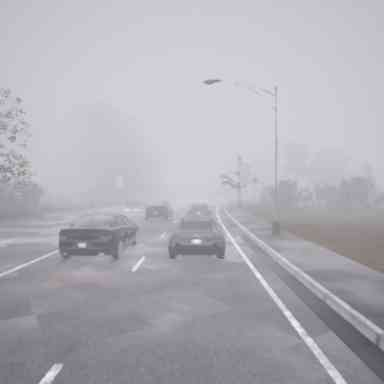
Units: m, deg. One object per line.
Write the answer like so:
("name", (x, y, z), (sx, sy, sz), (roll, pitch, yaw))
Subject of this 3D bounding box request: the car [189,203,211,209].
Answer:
("car", (0.652, 1.616, 27.833), (1.994, 1.385, 4.181), (0, 0, 3))

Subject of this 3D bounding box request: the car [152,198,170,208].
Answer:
("car", (-4.809, 1.661, 52.533), (1.994, 1.385, 4.181), (0, 0, 6))

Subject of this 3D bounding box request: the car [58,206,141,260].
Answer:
("car", (-3.306, 1.501, 12.680), (1.882, 1.535, 5.008), (0, 0, 2))

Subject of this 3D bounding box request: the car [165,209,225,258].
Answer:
("car", (0.200, 1.588, 12.882), (1.994, 1.385, 4.181), (0, 0, 1))

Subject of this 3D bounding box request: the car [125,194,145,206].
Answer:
("car", (-8.516, 1.314, 50.634), (2.150, 2.045, 5.566), (0, 0, 5))

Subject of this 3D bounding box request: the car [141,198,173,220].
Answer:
("car", (-2.791, 1.531, 29.083), (1.882, 1.535, 5.008), (0, 0, 3))
